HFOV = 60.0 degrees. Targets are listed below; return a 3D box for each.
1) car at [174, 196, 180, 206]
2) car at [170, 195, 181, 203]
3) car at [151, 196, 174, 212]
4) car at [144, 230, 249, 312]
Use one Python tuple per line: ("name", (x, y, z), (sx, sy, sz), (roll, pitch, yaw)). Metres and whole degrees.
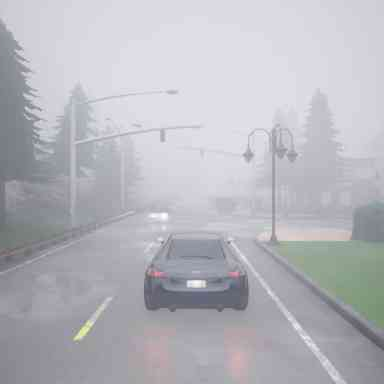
("car", (-3.528, 1.546, 53.820), (2.033, 1.411, 5.357), (0, 0, 0))
("car", (-3.422, 1.473, 69.266), (1.882, 1.535, 5.008), (0, 0, 0))
("car", (-3.555, 1.490, 37.957), (2.128, 1.511, 4.902), (0, 0, 0))
("car", (0.086, 1.564, 7.782), (1.994, 1.385, 4.181), (0, 0, 0))
